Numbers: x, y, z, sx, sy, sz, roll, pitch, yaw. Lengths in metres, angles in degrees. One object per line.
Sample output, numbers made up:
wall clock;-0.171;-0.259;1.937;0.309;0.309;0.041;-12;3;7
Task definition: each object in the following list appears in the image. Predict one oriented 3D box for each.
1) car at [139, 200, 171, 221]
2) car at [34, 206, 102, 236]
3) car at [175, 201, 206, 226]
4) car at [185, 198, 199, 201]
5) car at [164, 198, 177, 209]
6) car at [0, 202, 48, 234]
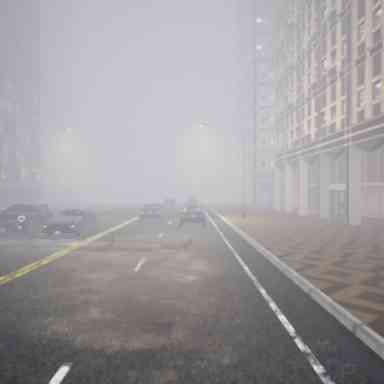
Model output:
car;-3.203;1.625;27.879;2.033;1.411;5.357;0;0;0
car;-6.633;1.608;19.005;2.033;1.411;5.357;0;0;0
car;0.056;1.612;23.993;2.033;1.411;5.357;0;0;0
car;0.004;1.627;50.176;1.837;1.490;4.892;0;0;0
car;-3.244;1.602;48.935;1.882;1.535;5.008;0;0;0
car;-9.883;1.418;19.625;2.097;1.767;4.553;0;0;0
